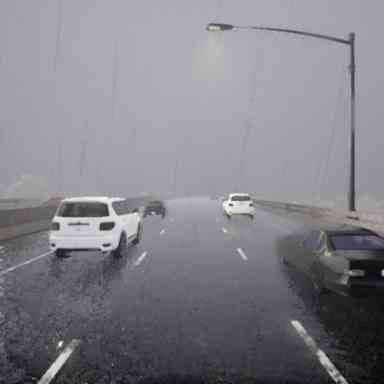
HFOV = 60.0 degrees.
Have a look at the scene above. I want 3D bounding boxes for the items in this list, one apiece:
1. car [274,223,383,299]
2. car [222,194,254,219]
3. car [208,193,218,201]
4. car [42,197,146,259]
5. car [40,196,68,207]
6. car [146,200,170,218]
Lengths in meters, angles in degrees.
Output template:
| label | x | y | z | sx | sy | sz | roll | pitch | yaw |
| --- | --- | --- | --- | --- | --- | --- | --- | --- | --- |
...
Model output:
| label | x | y | z | sx | sy | sz | roll | pitch | yaw |
| --- | --- | --- | --- | --- | --- | --- | --- | --- | --- |
| car | 3.633 | 1.530 | 8.615 | 2.033 | 1.411 | 5.357 | 0 | 0 | 0 |
| car | 3.864 | 1.173 | 28.420 | 2.150 | 2.045 | 5.566 | 0 | 0 | 1 |
| car | 5.682 | 1.326 | 85.125 | 2.097 | 1.767 | 4.553 | 0 | 0 | 3 |
| car | -3.339 | 1.193 | 12.547 | 2.150 | 2.045 | 5.566 | 0 | 0 | 0 |
| car | -20.321 | 1.414 | 49.212 | 1.882 | 1.535 | 5.008 | 0 | 0 | 2 |
| car | -3.117 | 1.453 | 29.430 | 1.837 | 1.490 | 4.892 | 0 | 0 | 1 |
